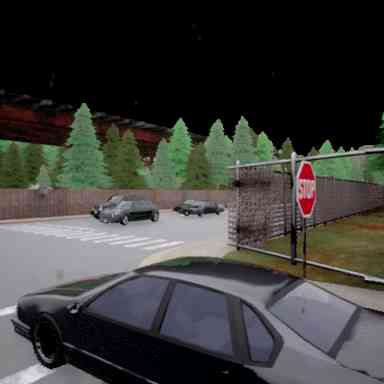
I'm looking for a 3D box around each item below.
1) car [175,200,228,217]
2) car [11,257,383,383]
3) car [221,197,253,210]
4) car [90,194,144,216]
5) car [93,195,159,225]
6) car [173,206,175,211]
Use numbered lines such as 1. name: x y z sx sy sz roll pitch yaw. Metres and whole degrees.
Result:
1. car: 1.131 1.542 31.679 2.033 1.411 5.357 0 0 36
2. car: 0.016 1.547 3.974 5.357 1.411 2.033 0 0 35
3. car: 6.054 1.485 44.323 2.128 1.511 4.902 0 0 36
4. car: -5.841 1.215 28.069 2.150 2.045 5.566 0 0 36
5. car: -4.458 1.347 24.031 2.097 1.767 4.553 0 0 36
6. car: 0.208 1.541 36.346 2.033 1.411 5.357 0 0 37
